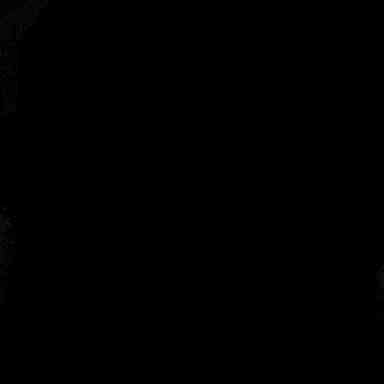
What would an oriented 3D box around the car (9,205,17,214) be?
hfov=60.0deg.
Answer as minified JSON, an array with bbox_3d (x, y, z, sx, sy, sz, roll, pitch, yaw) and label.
[{"bbox_3d":[-16.206,1.525,33.508,1.802,1.307,4.206,0,-1,36],"label":"car"}]

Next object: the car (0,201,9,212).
[{"bbox_3d":[-19.347,1.182,29.117,2.192,1.841,5.009,0,-1,36],"label":"car"}]
